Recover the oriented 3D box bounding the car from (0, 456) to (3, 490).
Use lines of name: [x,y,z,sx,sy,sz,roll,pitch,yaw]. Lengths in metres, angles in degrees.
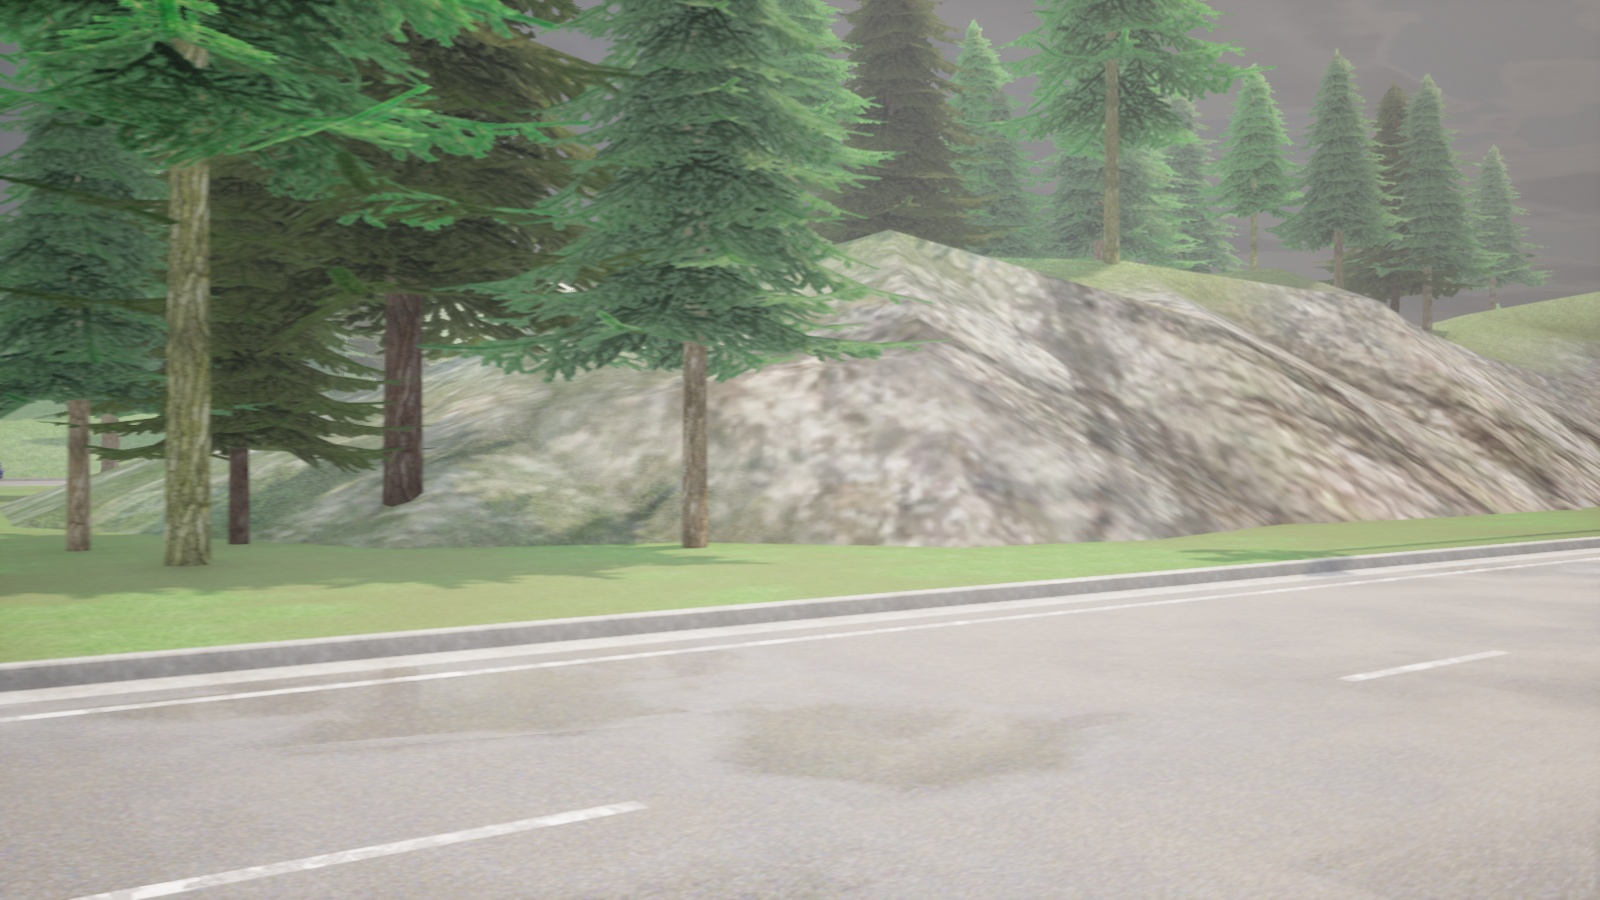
car: [-36.165,0.976,52.561,4.674,1.442,1.812,0,0,-35]
